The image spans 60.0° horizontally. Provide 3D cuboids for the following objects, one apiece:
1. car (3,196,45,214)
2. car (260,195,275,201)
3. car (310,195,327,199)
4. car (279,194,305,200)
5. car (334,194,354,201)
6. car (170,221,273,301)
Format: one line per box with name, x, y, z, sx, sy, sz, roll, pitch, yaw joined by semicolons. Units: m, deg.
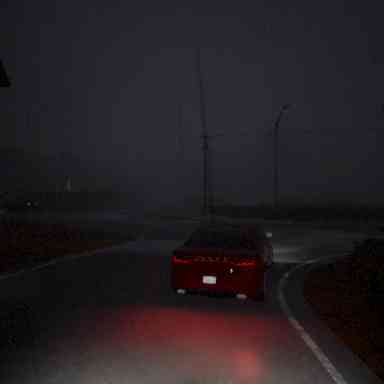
car;-17.440;1.233;34.436;4.553;1.767;2.097;0;0;30
car;19.061;1.497;82.846;3.905;1.438;1.784;0;0;3
car;31.970;1.481;83.390;4.193;1.474;1.816;0;0;3
car;18.109;1.293;60.386;4.605;1.855;1.932;0;0;3
car;31.859;1.293;69.896;3.866;1.878;1.905;0;0;3
car;0.983;1.475;8.531;1.882;1.535;5.008;0;0;15
